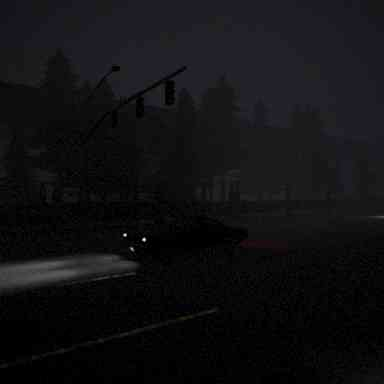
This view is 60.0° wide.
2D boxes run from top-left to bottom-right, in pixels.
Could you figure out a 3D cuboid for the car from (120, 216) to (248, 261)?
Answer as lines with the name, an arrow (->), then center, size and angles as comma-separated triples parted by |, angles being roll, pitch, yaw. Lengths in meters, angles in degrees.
car -> -0.200, 1.599, 12.434 | 4.718, 1.301, 1.895 | 0, 0, -35
